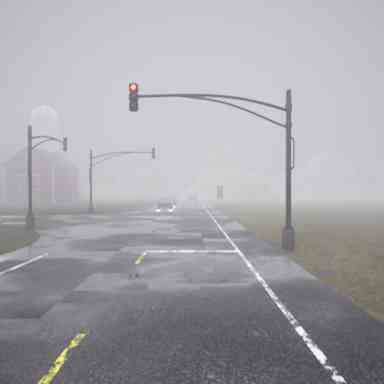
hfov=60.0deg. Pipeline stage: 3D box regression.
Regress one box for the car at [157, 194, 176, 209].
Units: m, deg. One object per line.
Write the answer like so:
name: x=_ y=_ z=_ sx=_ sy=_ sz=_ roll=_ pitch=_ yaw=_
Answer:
car: x=-3.561 y=1.432 z=45.112 sx=1.882 sy=1.535 sz=5.008 roll=0 pitch=0 yaw=0

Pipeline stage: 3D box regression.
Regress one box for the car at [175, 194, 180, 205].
car: x=-3.546 y=1.501 z=55.006 sx=1.994 sy=1.385 sz=4.181 roll=0 pitch=0 yaw=0

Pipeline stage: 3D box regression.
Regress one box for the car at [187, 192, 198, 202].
car: x=0.067 y=1.115 z=74.720 sx=2.150 sy=2.045 sz=5.566 roll=0 pitch=0 yaw=0
